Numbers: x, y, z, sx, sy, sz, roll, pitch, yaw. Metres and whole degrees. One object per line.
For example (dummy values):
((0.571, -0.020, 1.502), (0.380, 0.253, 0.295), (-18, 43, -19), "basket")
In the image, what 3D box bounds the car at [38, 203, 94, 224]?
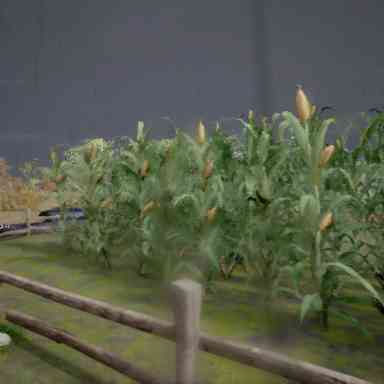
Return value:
((-9.008, 1.495, 24.332), (1.994, 1.385, 4.181), (0, 0, 37), "car")
